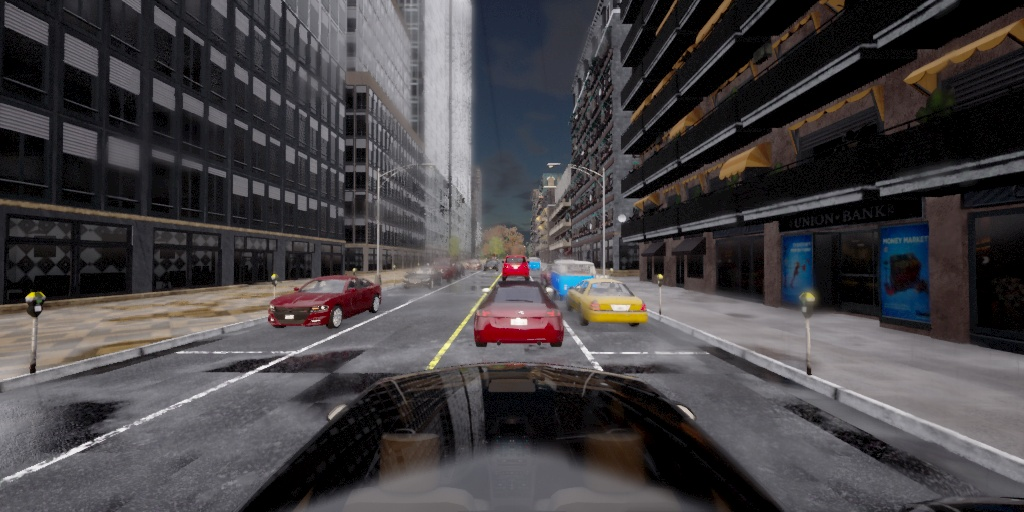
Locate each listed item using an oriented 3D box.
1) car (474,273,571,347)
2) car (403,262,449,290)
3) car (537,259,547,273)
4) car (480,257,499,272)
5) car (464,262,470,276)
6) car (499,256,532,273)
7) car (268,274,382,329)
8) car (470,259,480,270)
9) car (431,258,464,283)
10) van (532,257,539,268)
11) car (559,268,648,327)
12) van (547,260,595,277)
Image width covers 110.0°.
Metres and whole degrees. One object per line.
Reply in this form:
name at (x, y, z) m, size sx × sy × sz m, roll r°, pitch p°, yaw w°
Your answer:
car at (0.157, 1.316, 9.319) m, size 1.994 × 1.385 × 4.181 m, roll 0°, pitch 0°, yaw 0°
car at (-5.527, 1.306, 22.625) m, size 2.007 × 1.370 × 4.403 m, roll 0°, pitch 0°, yaw 0°
car at (2.853, 1.196, 22.566) m, size 1.967 × 1.591 × 4.097 m, roll 0°, pitch 0°, yaw 0°
car at (-2.654, 1.275, 46.649) m, size 1.837 × 1.490 × 4.892 m, roll 0°, pitch 0°, yaw 1°
car at (-5.438, 1.325, 33.939) m, size 1.948 × 1.339 × 4.313 m, roll 0°, pitch 0°, yaw 0°
car at (0.318, 0.980, 30.070) m, size 2.150 × 2.045 × 5.566 m, roll 0°, pitch 0°, yaw 1°
car at (-5.616, 1.298, 11.311) m, size 1.888 × 1.381 × 4.507 m, roll 0°, pitch 0°, yaw 0°
car at (-5.305, 1.205, 50.911) m, size 1.967 × 1.591 × 4.097 m, roll 0°, pitch 0°, yaw 0°
car at (-5.483, 1.072, 28.282) m, size 2.192 × 1.841 × 5.009 m, roll 0°, pitch 0°, yaw 0°
van at (3.076, 1.106, 50.852) m, size 1.690 × 1.789 × 3.998 m, roll 0°, pitch 0°, yaw 0°
car at (2.766, 1.278, 11.422) m, size 1.751 × 1.417 × 4.829 m, roll 0°, pitch 0°, yaw 0°
van at (2.809, 1.095, 16.909) m, size 1.690 × 1.789 × 3.998 m, roll 0°, pitch 0°, yaw 0°
